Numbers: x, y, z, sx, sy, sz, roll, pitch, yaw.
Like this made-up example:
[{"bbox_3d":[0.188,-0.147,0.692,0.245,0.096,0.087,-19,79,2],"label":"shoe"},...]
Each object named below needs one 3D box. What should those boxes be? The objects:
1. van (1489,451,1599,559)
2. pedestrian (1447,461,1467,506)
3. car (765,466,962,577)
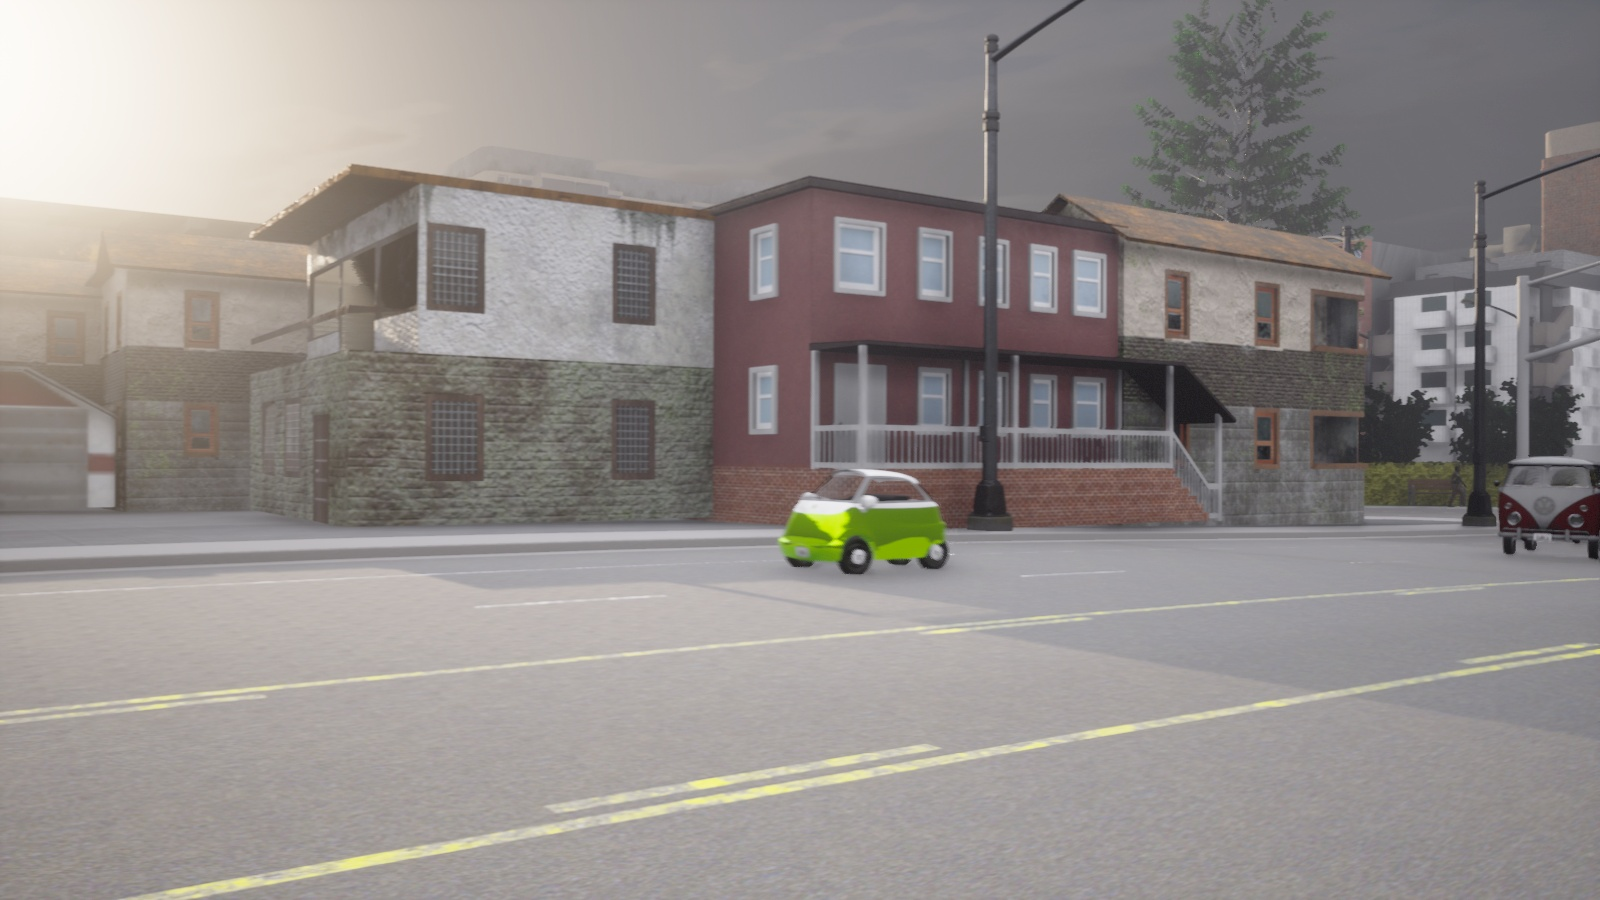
[{"bbox_3d":[15.546,1.090,25.715,1.775,1.987,4.442,0,-1,38],"label":"van"},{"bbox_3d":[28.581,1.460,54.632,0.692,1.930,0.395,0,0,13],"label":"pedestrian"},{"bbox_3d":[0.860,0.934,17.049,2.207,1.376,1.481,2,-1,-35],"label":"car"}]
